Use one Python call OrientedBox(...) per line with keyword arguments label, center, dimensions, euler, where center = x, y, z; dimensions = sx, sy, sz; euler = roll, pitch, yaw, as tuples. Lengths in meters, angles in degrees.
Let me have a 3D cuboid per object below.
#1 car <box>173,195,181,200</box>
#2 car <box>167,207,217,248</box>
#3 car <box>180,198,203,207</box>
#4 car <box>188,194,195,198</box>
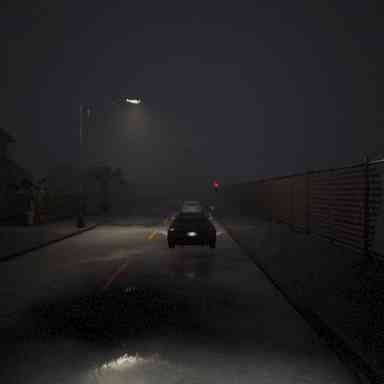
OrientedBox(label="car", center=(-4.026, 1.493, 89.904), dimensions=(1.837, 1.490, 4.892), euler=(0, 0, 0))
OrientedBox(label="car", center=(0.000, 1.570, 14.650), dimensions=(1.994, 1.385, 4.181), euler=(0, 0, 0))
OrientedBox(label="car", center=(0.000, 1.531, 29.651), dimensions=(1.812, 1.442, 4.674), euler=(0, 0, 0))
OrientedBox(label="car", center=(-0.024, 1.408, 85.513), dimensions=(1.812, 1.442, 4.674), euler=(0, 0, 0))
